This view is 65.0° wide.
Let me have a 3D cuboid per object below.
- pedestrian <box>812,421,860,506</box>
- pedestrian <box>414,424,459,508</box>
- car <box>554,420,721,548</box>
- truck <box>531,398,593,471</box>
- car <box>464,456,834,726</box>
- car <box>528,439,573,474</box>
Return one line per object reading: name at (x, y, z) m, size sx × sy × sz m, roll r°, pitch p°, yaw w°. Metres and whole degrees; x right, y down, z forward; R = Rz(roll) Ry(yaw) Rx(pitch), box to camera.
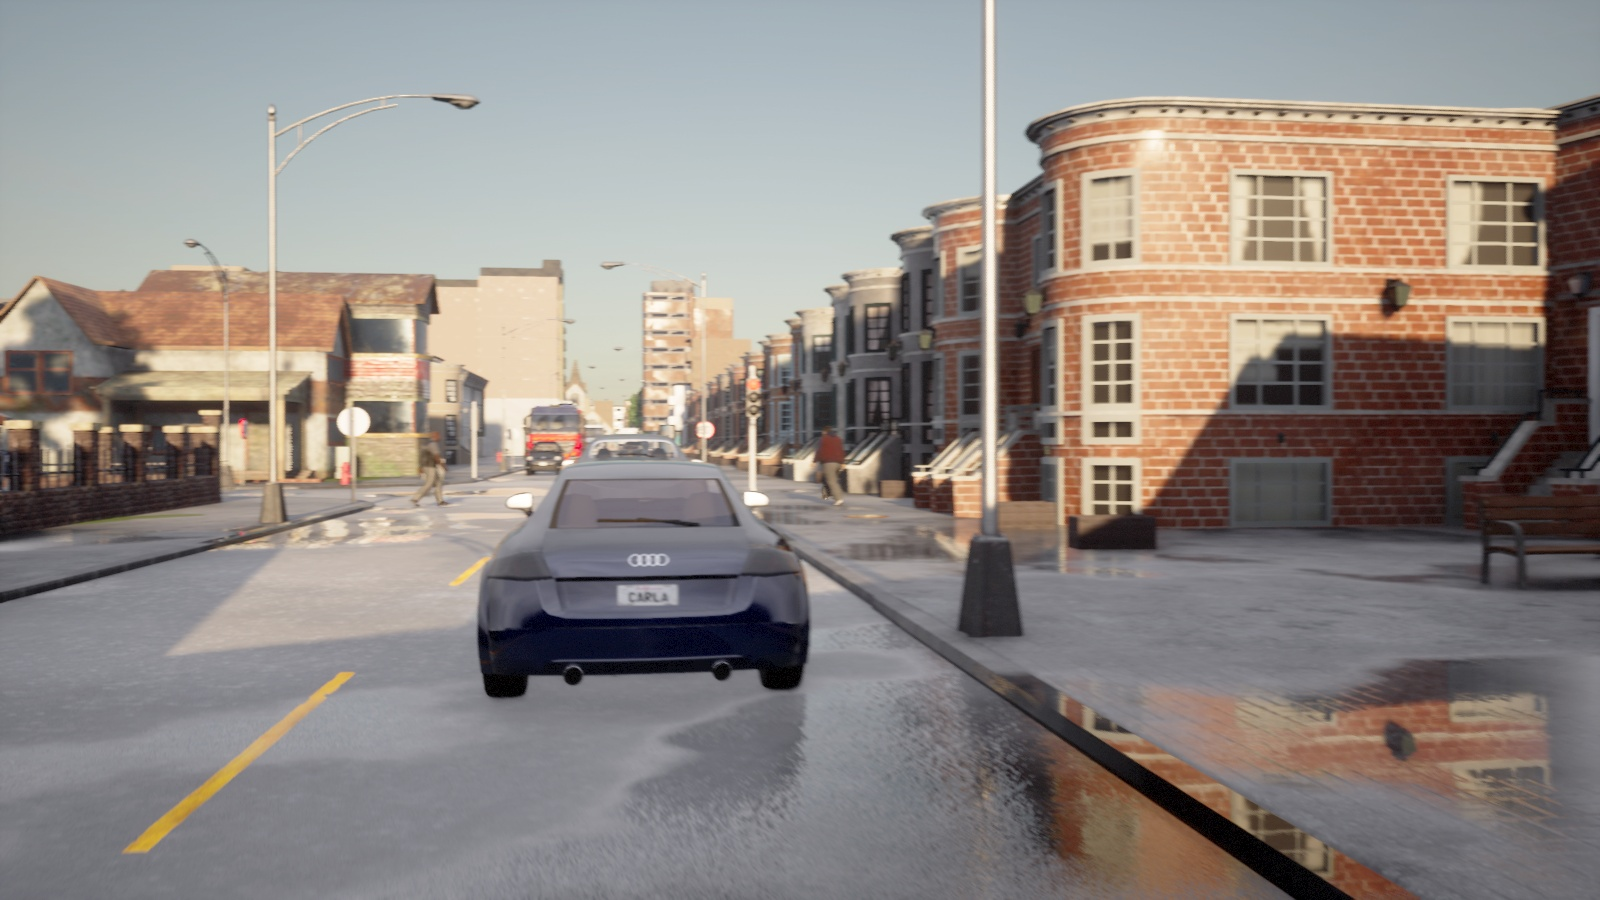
pedestrian at (0.800, 0.293, 27.946) m, size 0.634 × 1.844 × 0.899 m, roll 0°, pitch 0°, yaw -41°
pedestrian at (-8.343, 0.358, 28.835) m, size 0.849 × 1.883 × 0.563 m, roll 0°, pitch 0°, yaw -33°
car at (-2.418, 0.417, 18.813) m, size 2.152 × 1.651 × 5.027 m, roll 0°, pitch 0°, yaw -7°
truck at (-13.203, -0.817, 70.151) m, size 2.891 × 3.827 × 8.468 m, roll 0°, pitch 0°, yaw -7°
car at (-1.094, 0.759, 8.881) m, size 1.994 × 1.385 × 4.181 m, roll 0°, pitch 0°, yaw -8°
car at (-11.856, 0.304, 59.902) m, size 1.851 × 1.617 × 3.988 m, roll 0°, pitch 0°, yaw -7°
